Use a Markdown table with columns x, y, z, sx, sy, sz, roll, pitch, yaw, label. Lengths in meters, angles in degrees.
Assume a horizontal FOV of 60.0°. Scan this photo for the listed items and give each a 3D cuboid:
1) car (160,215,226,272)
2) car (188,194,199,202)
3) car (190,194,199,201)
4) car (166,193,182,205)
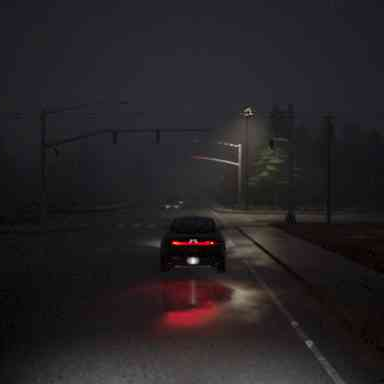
| x | y | z | sx | sy | sz | roll | pitch | yaw | label |
| --- | --- | --- | --- | --- | --- | --- | --- | --- | --- |
| 0.048 | 1.513 | 10.875 | 1.837 | 1.490 | 4.892 | 0 | 0 | 1 | car |
| 0.285 | 1.445 | 75.565 | 2.097 | 1.767 | 4.553 | 0 | 0 | 2 | car |
| 0.670 | 1.401 | 85.605 | 2.097 | 1.767 | 4.553 | 0 | 0 | 2 | car |
| -3.534 | 1.294 | 60.536 | 2.150 | 2.045 | 5.566 | 0 | 0 | 1 | car |
